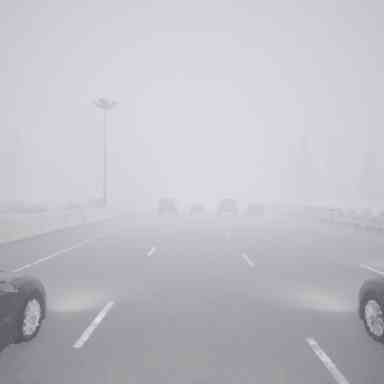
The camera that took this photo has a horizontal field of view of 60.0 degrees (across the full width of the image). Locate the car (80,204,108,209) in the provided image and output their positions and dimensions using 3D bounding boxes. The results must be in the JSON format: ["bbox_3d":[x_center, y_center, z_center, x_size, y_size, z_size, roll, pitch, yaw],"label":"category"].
[{"bbox_3d":[-13.431,1.919,46.842,2.150,2.045,5.566,0,-2,1],"label":"car"}]

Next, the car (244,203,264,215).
[{"bbox_3d":[7.651,2.090,41.369,1.837,1.490,4.892,0,-2,1],"label":"car"}]

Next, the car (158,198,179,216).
[{"bbox_3d":[-2.875,1.779,40.263,2.150,2.045,5.566,0,-1,0],"label":"car"}]

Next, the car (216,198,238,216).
[{"bbox_3d":[4.129,1.772,39.775,2.150,2.045,5.566,0,-1,1],"label":"car"}]

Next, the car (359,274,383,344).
[{"bbox_3d":[3.646,1.522,3.570,1.837,1.490,4.892,0,-1,1],"label":"car"}]

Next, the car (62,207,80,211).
[{"bbox_3d":[-16.914,2.259,47.627,2.033,1.411,5.357,0,-1,1],"label":"car"}]

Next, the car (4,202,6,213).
[{"bbox_3d":[-23.986,1.980,44.085,2.097,1.767,4.553,0,-1,1],"label":"car"}]

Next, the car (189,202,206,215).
[{"bbox_3d":[0.660,2.108,42.350,1.837,1.490,4.892,0,-2,1],"label":"car"}]

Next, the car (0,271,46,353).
[{"bbox_3d":[-3.354,1.520,3.599,1.837,1.490,4.892,0,-1,1],"label":"car"}]
